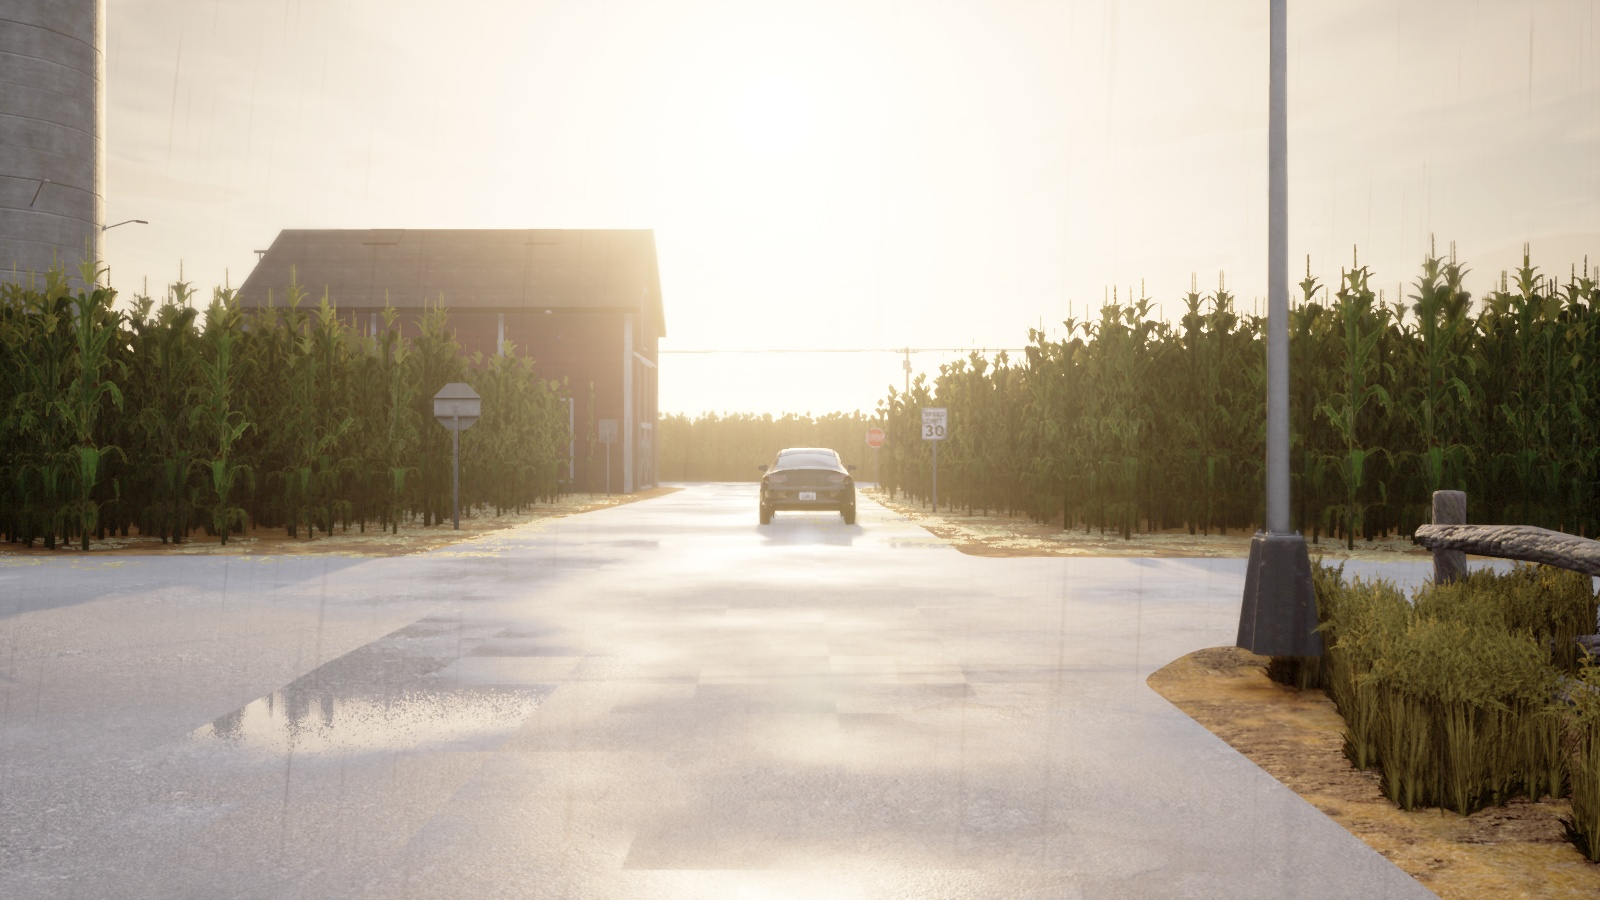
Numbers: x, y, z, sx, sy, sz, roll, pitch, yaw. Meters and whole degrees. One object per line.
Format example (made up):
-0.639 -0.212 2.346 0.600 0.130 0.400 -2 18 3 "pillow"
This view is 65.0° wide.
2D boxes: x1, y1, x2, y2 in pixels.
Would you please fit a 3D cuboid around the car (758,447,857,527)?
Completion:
0.149 0.692 25.181 1.812 1.442 4.674 0 -1 0 "car"
